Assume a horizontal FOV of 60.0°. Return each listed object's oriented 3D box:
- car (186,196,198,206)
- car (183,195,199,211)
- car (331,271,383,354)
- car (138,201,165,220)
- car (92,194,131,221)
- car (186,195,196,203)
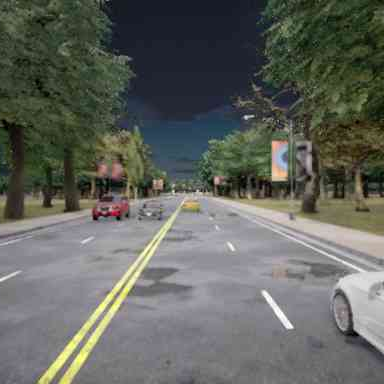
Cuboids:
[{"bbox_3d":[-0.062,1.465,55.311,1.882,1.535,5.008,0,0,0],"label":"car"},{"bbox_3d":[-0.092,1.453,39.711,1.801,1.575,5.366,0,0,0],"label":"car"},{"bbox_3d":[3.249,1.527,3.711,1.812,1.442,4.674,0,0,0],"label":"car"},{"bbox_3d":[-3.299,1.521,27.752,1.837,1.490,4.892,0,0,0],"label":"car"},{"bbox_3d":[-6.549,1.213,27.603,2.150,2.045,5.566,0,0,0],"label":"car"},{"bbox_3d":[-0.295,1.496,73.509,2.128,1.511,4.902,0,0,0],"label":"car"}]
